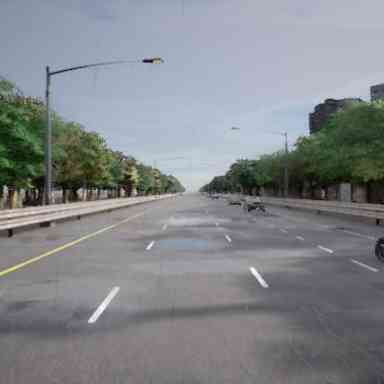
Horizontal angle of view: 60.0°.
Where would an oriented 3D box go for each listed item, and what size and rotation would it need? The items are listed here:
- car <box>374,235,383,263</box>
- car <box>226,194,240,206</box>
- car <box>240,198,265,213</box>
[{"bbox_3d":[7.004,1.567,9.252,1.994,1.385,4.181,0,0,0],"label":"car"},{"bbox_3d":[7.016,1.555,55.495,2.033,1.411,5.357,0,0,0],"label":"car"},{"bbox_3d":[7.011,1.507,37.842,1.837,1.490,4.892,0,0,0],"label":"car"}]
